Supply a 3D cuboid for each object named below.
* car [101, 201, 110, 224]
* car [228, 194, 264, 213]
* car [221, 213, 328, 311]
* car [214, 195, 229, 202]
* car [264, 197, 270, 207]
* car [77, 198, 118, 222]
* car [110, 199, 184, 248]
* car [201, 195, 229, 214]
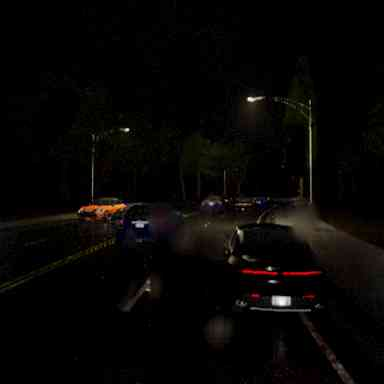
[{"bbox_3d":[-3.845,1.457,22.589,2.033,1.411,5.357,0,0,12],"label":"car"},{"bbox_3d":[5.212,1.285,31.533,2.128,1.511,4.902,0,0,18],"label":"car"},{"bbox_3d":[1.655,1.473,7.713,1.837,1.490,4.892,0,0,5],"label":"car"},{"bbox_3d":[5.855,1.270,65.051,1.895,1.301,4.718,0,0,19],"label":"car"},{"bbox_3d":[9.109,1.267,43.755,1.994,1.385,4.181,0,0,18],"label":"car"},{"bbox_3d":[-6.613,1.267,24.890,2.097,1.767,4.553,0,0,13],"label":"car"},{"bbox_3d":[-1.664,1.293,14.758,2.097,1.767,4.553,0,0,8],"label":"car"},{"bbox_3d":[2.396,1.164,32.970,2.097,1.767,4.553,0,0,16],"label":"car"}]
